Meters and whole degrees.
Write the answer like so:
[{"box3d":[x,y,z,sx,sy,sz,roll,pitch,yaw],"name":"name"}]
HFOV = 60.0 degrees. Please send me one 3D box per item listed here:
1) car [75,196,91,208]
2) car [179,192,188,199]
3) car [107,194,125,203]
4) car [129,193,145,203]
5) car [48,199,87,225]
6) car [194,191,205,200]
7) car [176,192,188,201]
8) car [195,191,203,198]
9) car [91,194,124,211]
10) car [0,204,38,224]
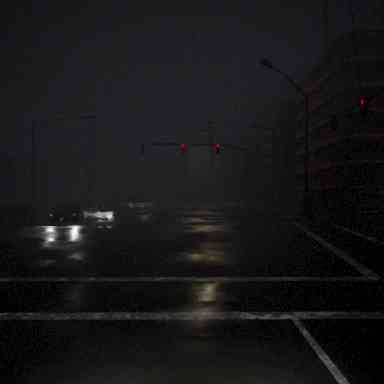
[{"box3d":[-12.950,1.295,39.274,1.882,1.535,5.008,0,1,1],"name":"car"},{"box3d":[-1.882,0.741,75.897,2.033,1.411,5.357,0,1,1],"name":"car"},{"box3d":[-12.721,1.103,55.796,1.994,1.385,4.181,0,1,1],"name":"car"},{"box3d":[-9.218,0.884,56.166,2.097,1.767,4.553,0,1,1],"name":"car"},{"box3d":[-8.889,1.478,23.789,1.812,1.442,4.674,0,0,-11],"name":"car"},{"box3d":[1.489,0.711,65.761,2.097,1.767,4.553,0,1,1],"name":"car"},{"box3d":[-1.954,0.971,62.177,2.033,1.411,5.357,0,1,0],"name":"car"},{"box3d":[1.616,0.609,75.807,1.837,1.490,4.892,0,1,1],"name":"car"},{"box3d":[-9.462,1.320,38.253,2.128,1.511,4.902,0,1,1],"name":"car"},{"box3d":[-13.597,1.550,24.512,1.895,1.301,4.718,0,0,9],"name":"car"}]
